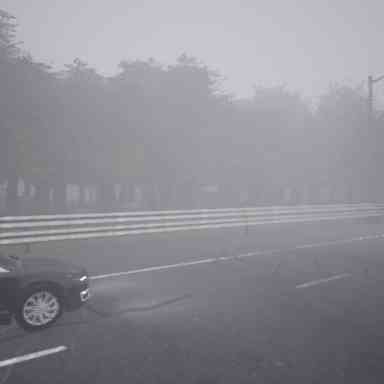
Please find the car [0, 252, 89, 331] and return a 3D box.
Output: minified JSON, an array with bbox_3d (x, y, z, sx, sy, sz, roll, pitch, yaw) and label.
[{"bbox_3d":[-4.122,1.465,5.168,4.892,1.490,1.837,0,0,-35],"label":"car"}]
